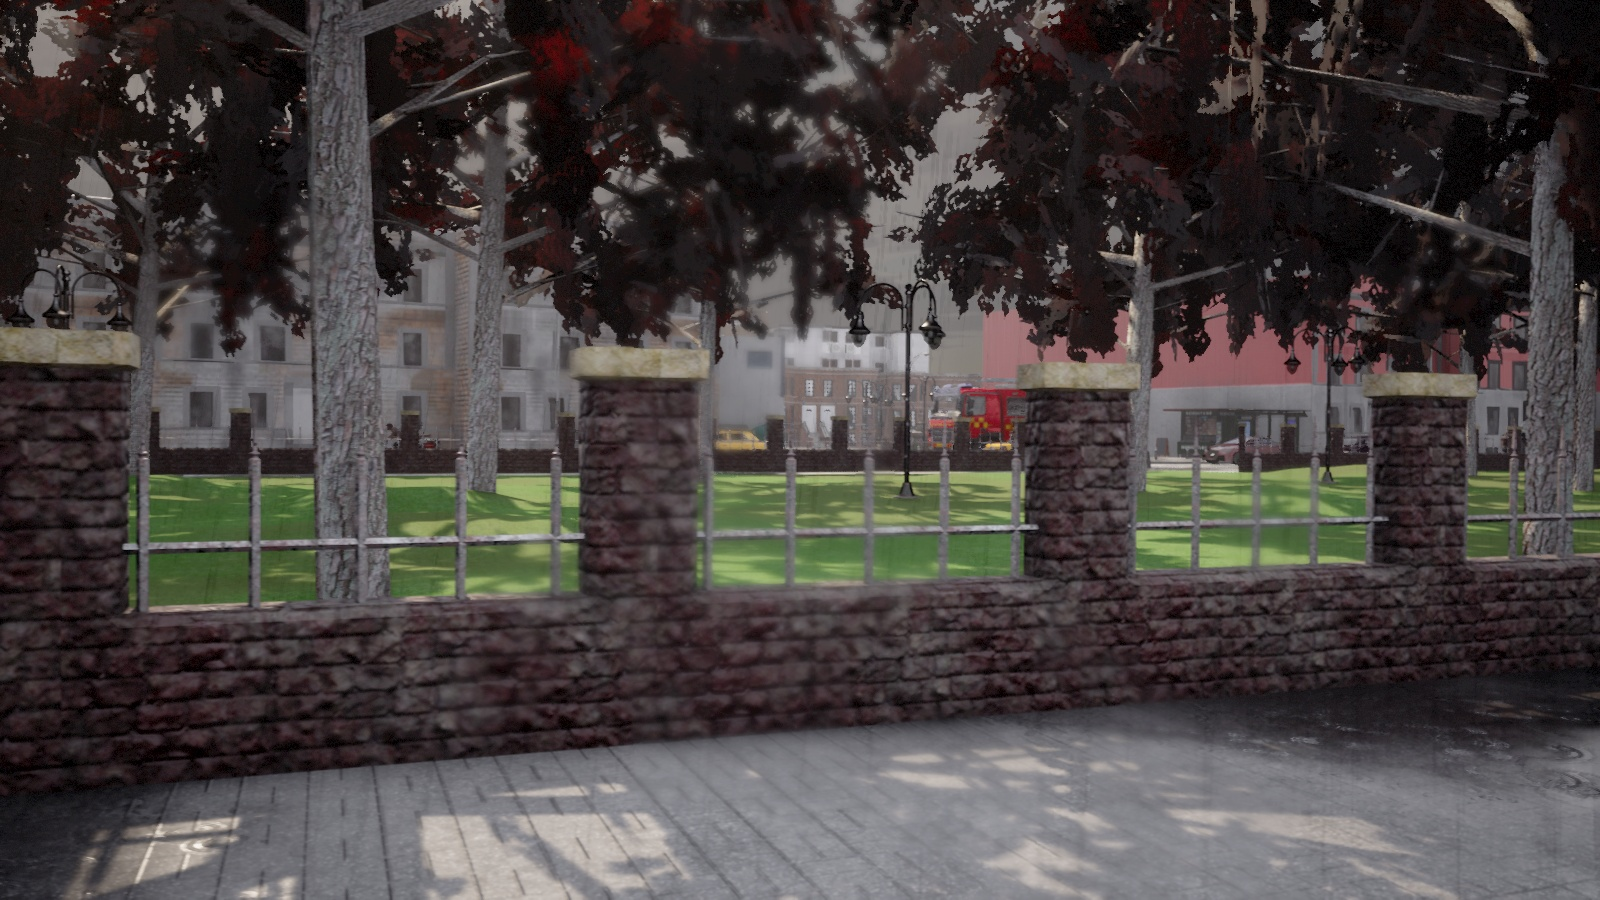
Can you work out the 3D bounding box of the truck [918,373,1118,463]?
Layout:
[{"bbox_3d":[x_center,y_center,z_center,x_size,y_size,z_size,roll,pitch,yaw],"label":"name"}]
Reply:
[{"bbox_3d":[9.710,-1.435,55.848,8.468,3.827,2.891,-1,1,-21],"label":"truck"}]

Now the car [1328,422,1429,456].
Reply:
[{"bbox_3d":[26.707,-0.508,58.014,4.193,1.474,1.816,-1,1,-21],"label":"car"}]

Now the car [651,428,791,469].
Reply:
[{"bbox_3d":[-3.211,-0.087,50.967,5.366,1.575,1.801,-1,1,-21],"label":"car"}]

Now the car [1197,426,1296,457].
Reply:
[{"bbox_3d":[21.409,-0.429,60.287,4.181,1.385,1.994,-1,1,-21],"label":"car"}]
